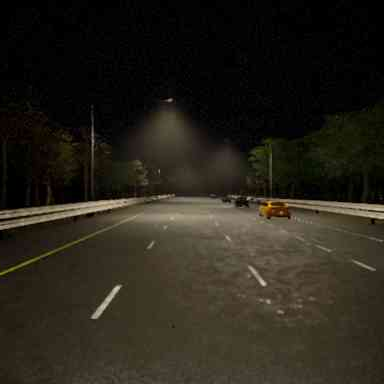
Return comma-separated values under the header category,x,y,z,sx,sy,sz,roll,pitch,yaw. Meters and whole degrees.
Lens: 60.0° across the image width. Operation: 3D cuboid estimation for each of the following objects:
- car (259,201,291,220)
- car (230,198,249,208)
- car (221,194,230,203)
category,x,y,z,sx,sy,sz,roll,pitch,yaw
car,7.041,1.522,28.626,1.882,1.535,5.008,0,0,0
car,7.117,1.600,48.466,1.837,1.490,4.892,0,0,0
car,7.222,1.669,70.595,1.895,1.301,4.718,0,0,0
